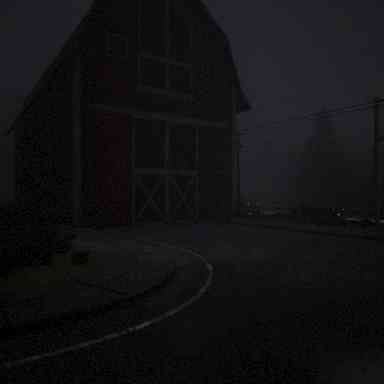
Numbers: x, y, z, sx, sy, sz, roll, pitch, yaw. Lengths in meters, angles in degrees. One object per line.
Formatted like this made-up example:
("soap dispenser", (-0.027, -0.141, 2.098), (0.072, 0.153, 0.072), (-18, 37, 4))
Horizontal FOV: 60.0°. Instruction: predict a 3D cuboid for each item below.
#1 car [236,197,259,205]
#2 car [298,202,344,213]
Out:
("car", (5.764, 1.379, 38.355), (2.097, 1.767, 4.553), (0, 0, -34))
("car", (11.328, 1.628, 30.246), (1.895, 1.301, 4.718), (0, 0, -34))
